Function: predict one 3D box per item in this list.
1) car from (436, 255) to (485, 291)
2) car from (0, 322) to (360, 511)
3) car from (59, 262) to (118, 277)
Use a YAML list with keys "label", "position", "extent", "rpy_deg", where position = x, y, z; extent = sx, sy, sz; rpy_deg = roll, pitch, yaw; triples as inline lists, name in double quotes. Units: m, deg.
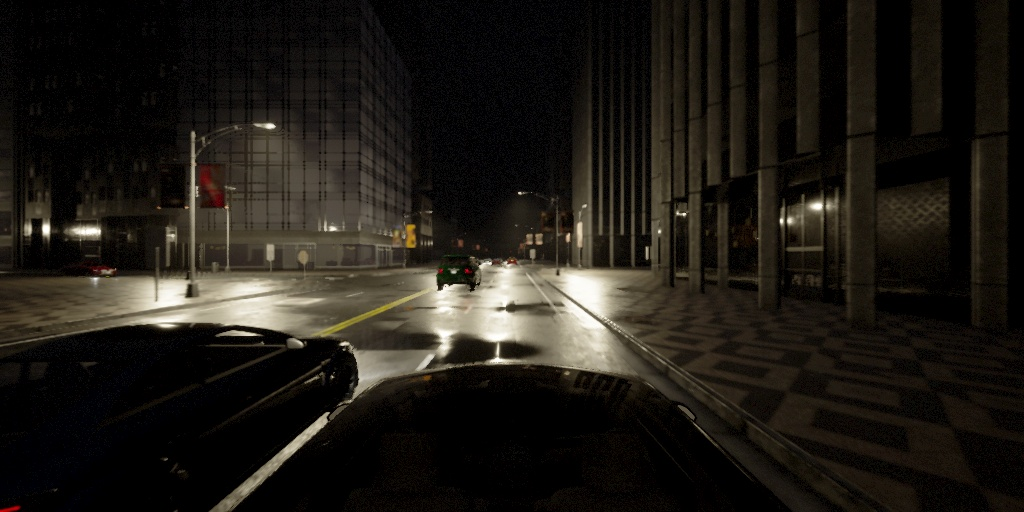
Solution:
- label: "car"
  position: [-3.134, 0.960, 21.961]
  extent: [2.150, 2.045, 5.566]
  rpy_deg: [0, 0, 0]
- label: "car"
  position: [-3.147, 1.314, 3.405]
  extent: [1.994, 1.385, 4.181]
  rpy_deg: [0, 0, 0]
- label: "car"
  position: [-38.564, 1.240, 32.616]
  extent: [4.674, 1.442, 1.812]
  rpy_deg: [0, 0, 10]
